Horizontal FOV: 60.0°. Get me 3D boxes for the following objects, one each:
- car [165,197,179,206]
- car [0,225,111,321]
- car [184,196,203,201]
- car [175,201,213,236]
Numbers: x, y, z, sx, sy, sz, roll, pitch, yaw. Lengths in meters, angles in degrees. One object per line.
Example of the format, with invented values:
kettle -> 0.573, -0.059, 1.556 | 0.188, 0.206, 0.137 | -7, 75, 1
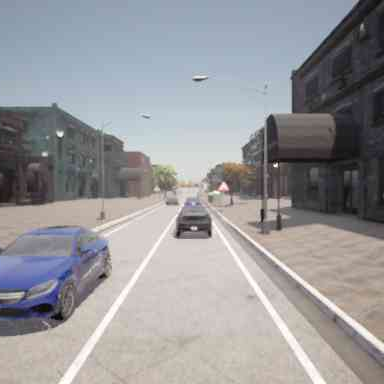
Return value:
car -> -3.031, 1.431, 51.824 | 1.994, 1.385, 4.181 | 0, 0, 0
car -> -3.084, 1.533, 7.419 | 1.812, 1.442, 4.674 | 0, 0, 0
car -> 0.124, 1.284, 37.472 | 2.097, 1.767, 4.553 | 0, 0, 0
car -> 0.110, 1.493, 18.425 | 1.837, 1.490, 4.892 | 0, 0, 0
